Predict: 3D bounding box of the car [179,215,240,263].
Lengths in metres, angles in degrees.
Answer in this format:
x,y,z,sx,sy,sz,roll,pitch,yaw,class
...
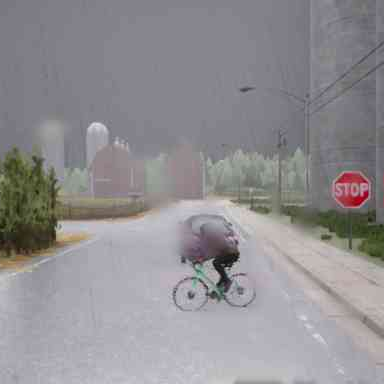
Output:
x,y,z,sx,sy,sz,roll,pitch,yaw,class
0.520,1.525,11.857,1.812,1.442,4.674,0,0,-2,car

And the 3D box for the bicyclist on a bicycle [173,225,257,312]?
x,y,z,sx,sy,sz,roll,pitch,yaw,class
0.440,1.445,6.312,1.656,1.620,0.582,-2,0,-10,bicyclist on a bicycle
